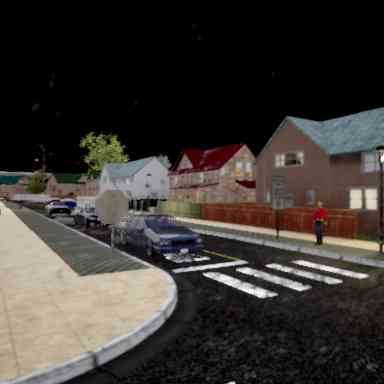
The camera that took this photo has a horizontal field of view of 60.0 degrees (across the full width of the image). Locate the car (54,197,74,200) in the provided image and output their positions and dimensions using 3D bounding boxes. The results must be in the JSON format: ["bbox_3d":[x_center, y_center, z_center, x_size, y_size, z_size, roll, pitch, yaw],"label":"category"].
[{"bbox_3d":[-17.031,1.621,45.426,1.882,1.535,5.008,1,0,-31],"label":"car"}]

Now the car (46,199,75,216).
[{"bbox_3d":[-13.807,1.674,34.351,1.994,1.385,4.181,1,0,-30],"label":"car"}]

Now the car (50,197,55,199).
[{"bbox_3d":[-22.327,1.625,54.231,1.882,1.535,5.008,1,0,-31],"label":"car"}]

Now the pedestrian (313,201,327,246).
[{"bbox_3d":[5.299,1.281,13.877,0.375,1.860,0.375,1,-1,-31],"label":"pedestrian"}]

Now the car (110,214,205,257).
[{"bbox_3d":[-1.540,1.637,13.804,2.033,1.411,5.357,1,0,-29],"label":"car"}]

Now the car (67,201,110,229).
[{"bbox_3d":[-6.622,1.591,22.351,2.128,1.511,4.902,1,0,-31],"label":"car"}]
